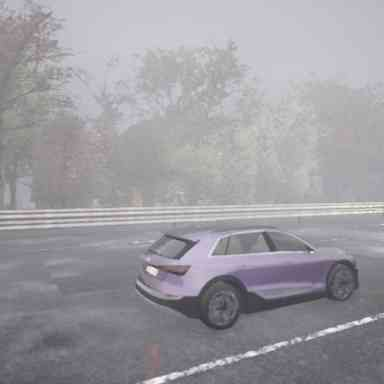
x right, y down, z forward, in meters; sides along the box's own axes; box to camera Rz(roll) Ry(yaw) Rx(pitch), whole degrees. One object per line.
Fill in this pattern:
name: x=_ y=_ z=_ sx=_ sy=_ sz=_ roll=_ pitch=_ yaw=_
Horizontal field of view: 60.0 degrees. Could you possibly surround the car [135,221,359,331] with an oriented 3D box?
car: x=1.278 y=1.436 z=6.851 sx=4.856 sy=1.649 sz=2.033 roll=0 pitch=0 yaw=-28
